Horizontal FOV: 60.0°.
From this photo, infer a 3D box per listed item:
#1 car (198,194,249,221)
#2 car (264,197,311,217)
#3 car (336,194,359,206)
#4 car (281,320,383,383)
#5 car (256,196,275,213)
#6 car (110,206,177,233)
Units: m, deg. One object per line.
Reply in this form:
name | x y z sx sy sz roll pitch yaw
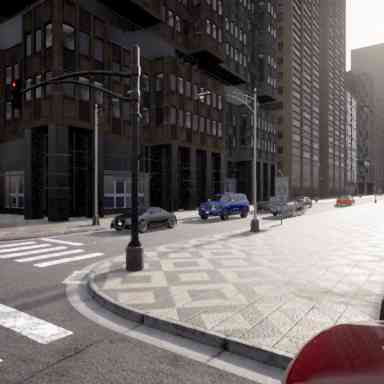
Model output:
car | 2.748 1.161 27.296 2.150 2.045 5.566 0 0 35
car | 8.840 1.481 30.368 2.033 1.411 5.357 0 0 35
car | 24.037 1.225 51.900 2.097 1.767 4.553 0 1 35
car | 2.705 1.315 1.032 5.009 1.841 2.192 0 0 35
car | 8.379 1.270 35.255 2.097 1.767 4.553 0 0 35
car | -2.732 1.525 19.527 1.994 1.385 4.181 0 0 35
